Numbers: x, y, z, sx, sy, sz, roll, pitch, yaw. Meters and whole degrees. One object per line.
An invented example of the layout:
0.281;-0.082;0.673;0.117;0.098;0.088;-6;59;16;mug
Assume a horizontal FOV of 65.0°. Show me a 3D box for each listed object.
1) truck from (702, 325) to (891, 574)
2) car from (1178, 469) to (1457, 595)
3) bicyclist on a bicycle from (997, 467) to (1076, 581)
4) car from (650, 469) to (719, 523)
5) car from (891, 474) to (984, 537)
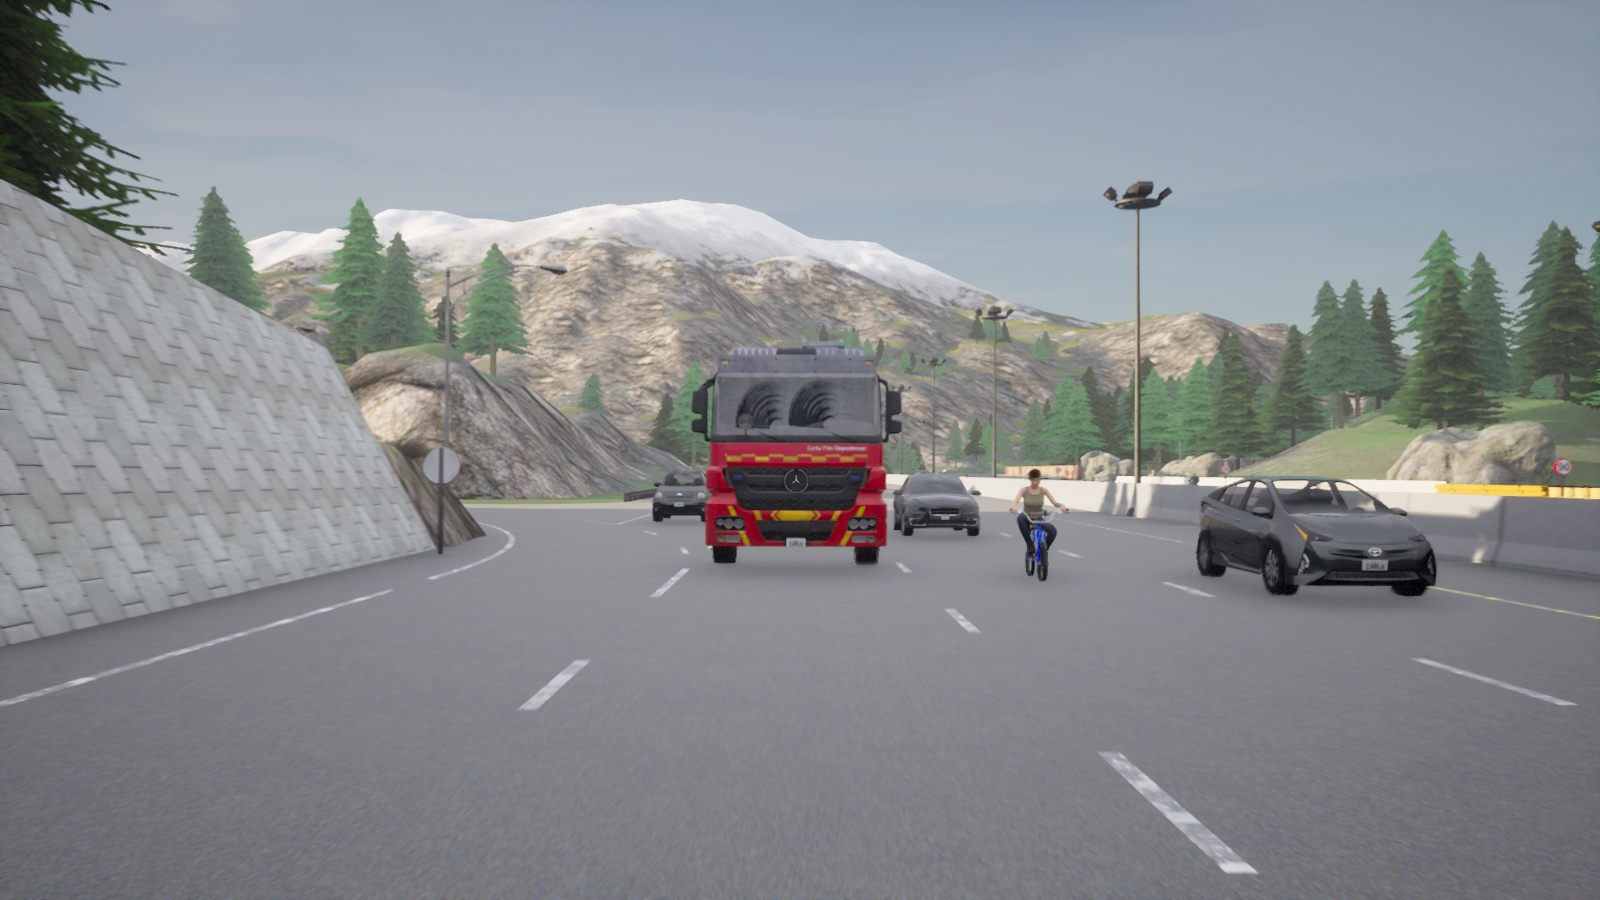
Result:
-0.064;0.057;23.587;2.891;3.827;8.468;0;-1;0;truck
6.957;1.036;17.493;2.007;1.525;4.514;0;-1;0;car
3.459;1.057;18.498;0.866;1.612;1.509;0;-1;0;bicyclist on a bicycle
-3.598;1.412;39.720;1.851;1.617;3.988;0;-1;0;car
3.421;1.360;32.135;1.837;1.490;4.892;0;-1;0;car
